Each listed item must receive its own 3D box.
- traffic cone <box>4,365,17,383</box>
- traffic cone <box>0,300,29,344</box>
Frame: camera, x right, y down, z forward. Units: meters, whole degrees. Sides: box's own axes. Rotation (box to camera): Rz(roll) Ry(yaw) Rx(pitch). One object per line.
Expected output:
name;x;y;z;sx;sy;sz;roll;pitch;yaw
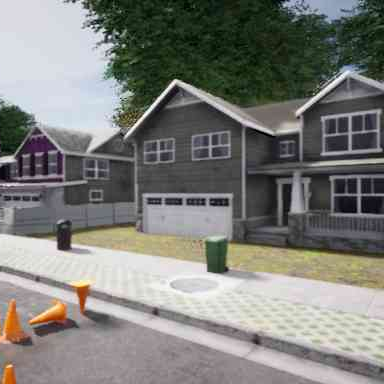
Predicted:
traffic cone;-1.756;1.972;3.207;0.340;0.580;0.340;0;0;36
traffic cone;-2.793;1.981;5.187;0.340;0.580;0.340;0;0;36
